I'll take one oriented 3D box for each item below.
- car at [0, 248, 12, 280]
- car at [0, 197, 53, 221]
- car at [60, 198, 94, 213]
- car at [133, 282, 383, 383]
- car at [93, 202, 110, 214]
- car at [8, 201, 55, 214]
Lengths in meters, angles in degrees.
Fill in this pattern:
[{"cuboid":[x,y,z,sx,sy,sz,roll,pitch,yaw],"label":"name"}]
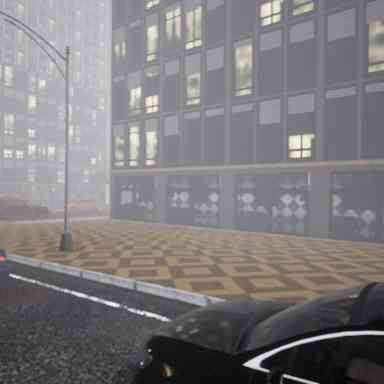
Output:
[{"cuboid":[-6.721,1.584,8.504,5.357,1.411,2.033,0,0,36],"label":"car"},{"cuboid":[-15.873,1.642,30.846,2.192,1.841,5.009,0,0,37],"label":"car"},{"cuboid":[-14.434,1.698,42.486,2.097,1.767,4.553,1,0,37],"label":"car"},{"cuboid":[1.679,1.504,2.484,4.892,1.490,1.837,-1,0,36],"label":"car"},{"cuboid":[-9.053,1.952,40.041,1.752,1.417,4.829,0,0,37],"label":"car"},{"cuboid":[-19.349,1.798,40.228,1.752,1.417,4.829,0,0,37],"label":"car"}]
